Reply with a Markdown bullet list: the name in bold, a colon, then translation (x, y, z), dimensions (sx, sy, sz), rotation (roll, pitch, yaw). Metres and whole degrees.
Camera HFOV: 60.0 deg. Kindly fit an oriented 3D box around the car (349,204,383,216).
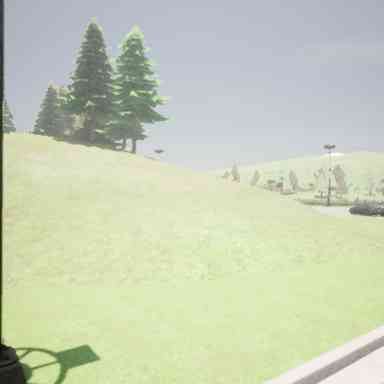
- **car**: translation (19.940, 2.020, 37.993), dimensions (1.994, 1.385, 4.181), rotation (1, 0, -11)
